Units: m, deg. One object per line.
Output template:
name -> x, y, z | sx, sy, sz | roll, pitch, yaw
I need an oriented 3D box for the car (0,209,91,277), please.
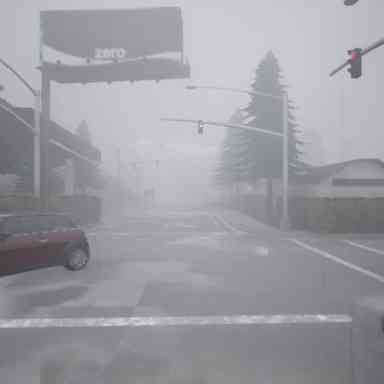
car -> -5.031, 1.355, 8.858 | 2.097, 1.767, 4.553 | -2, -2, 34
